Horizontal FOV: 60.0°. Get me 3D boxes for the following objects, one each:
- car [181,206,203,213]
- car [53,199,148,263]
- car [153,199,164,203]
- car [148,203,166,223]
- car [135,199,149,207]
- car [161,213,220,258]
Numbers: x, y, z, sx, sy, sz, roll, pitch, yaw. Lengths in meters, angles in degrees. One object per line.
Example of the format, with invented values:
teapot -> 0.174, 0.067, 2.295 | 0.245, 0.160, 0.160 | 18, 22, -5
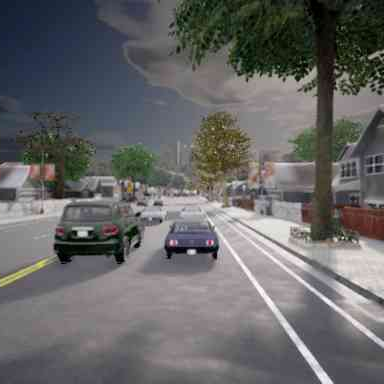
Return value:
car -> 0.005, 1.865, 28.267 | 1.895, 1.301, 4.718 | 0, -1, 0
car -> -3.245, 1.343, 12.585 | 2.150, 2.045, 5.566 | 0, 0, 0
car -> -6.543, 2.153, 65.339 | 2.033, 1.411, 5.357 | 0, -1, 0
car -> -3.245, 1.865, 28.257 | 1.895, 1.301, 4.718 | 0, -1, 0
car -> -9.789, 2.156, 65.626 | 2.033, 1.411, 5.357 | 0, 0, 0
car -> 0.013, 1.726, 13.263 | 1.895, 1.301, 4.718 | 0, -1, 0
